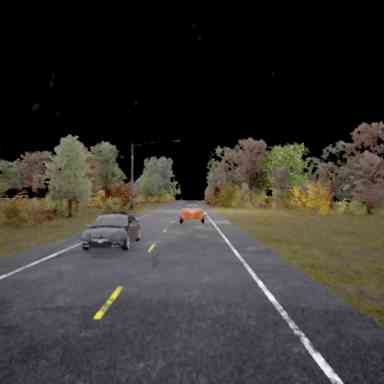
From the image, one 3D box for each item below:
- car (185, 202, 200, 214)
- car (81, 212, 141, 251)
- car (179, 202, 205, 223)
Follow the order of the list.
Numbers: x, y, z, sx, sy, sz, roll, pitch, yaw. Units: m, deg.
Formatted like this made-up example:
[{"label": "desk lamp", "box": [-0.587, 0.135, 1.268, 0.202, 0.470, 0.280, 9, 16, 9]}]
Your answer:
[{"label": "car", "box": [0.064, 2.064, 44.558, 1.812, 1.442, 4.674, 0, -1, 0]}, {"label": "car", "box": [-3.502, 1.692, 15.140, 1.837, 1.490, 4.892, 0, -1, 0]}, {"label": "car", "box": [0.018, 1.698, 29.163, 2.097, 1.767, 4.553, 0, -1, 0]}]
